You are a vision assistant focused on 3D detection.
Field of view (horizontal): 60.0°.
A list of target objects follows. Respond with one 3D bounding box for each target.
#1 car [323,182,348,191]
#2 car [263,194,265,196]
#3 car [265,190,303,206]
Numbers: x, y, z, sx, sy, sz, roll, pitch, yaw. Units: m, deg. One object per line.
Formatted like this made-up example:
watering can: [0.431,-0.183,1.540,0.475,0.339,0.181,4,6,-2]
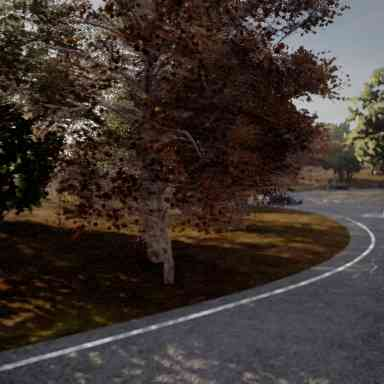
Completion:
car: [27.574,-1.141,64.053,4.553,1.767,2.097,-2,2,-9]
car: [13.696,0.040,55.781,1.895,1.301,4.718,-1,2,40]
car: [10.370,0.691,36.824,1.837,1.490,4.892,-4,1,-13]
